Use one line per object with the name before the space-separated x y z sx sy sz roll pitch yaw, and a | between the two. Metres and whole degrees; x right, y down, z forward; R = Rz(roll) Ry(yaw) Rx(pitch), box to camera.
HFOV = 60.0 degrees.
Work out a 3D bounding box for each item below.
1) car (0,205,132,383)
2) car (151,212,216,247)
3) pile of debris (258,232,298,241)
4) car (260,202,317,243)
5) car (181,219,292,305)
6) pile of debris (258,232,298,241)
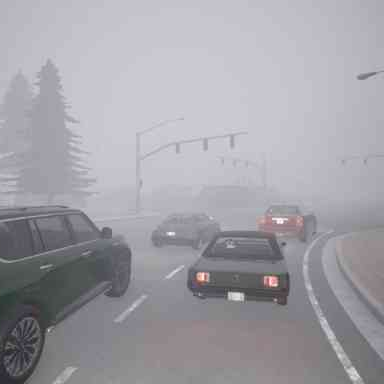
car | -2.785 1.222 5.546 2.150 2.045 5.566 0 0 8
car | -0.106 1.545 14.502 1.994 1.385 4.181 0 0 20
pile of debris | 4.207 2.145 16.173 1.500 0.140 1.860 0 0 29
car | 4.827 1.320 16.413 2.097 1.767 4.553 0 0 27
car | 1.336 1.588 8.142 1.895 1.301 4.718 0 0 14
pile of debris | 4.207 2.145 16.173 1.500 0.140 1.860 0 0 29
